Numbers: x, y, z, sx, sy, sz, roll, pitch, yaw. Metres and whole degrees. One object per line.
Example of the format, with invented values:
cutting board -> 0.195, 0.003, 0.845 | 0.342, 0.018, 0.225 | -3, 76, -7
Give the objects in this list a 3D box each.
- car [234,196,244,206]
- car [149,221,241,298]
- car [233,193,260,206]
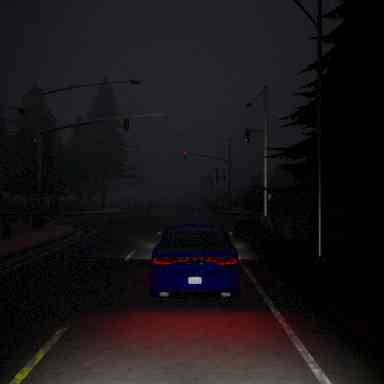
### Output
car -> 8.958, 1.144, 49.548 | 4.605, 1.855, 1.932 | 0, 0, 0
car -> 0.079, 1.478, 8.597 | 1.882, 1.535, 5.008 | 0, 0, 1
car -> 8.549, 1.146, 52.059 | 3.866, 1.878, 1.905 | 0, 0, 0
